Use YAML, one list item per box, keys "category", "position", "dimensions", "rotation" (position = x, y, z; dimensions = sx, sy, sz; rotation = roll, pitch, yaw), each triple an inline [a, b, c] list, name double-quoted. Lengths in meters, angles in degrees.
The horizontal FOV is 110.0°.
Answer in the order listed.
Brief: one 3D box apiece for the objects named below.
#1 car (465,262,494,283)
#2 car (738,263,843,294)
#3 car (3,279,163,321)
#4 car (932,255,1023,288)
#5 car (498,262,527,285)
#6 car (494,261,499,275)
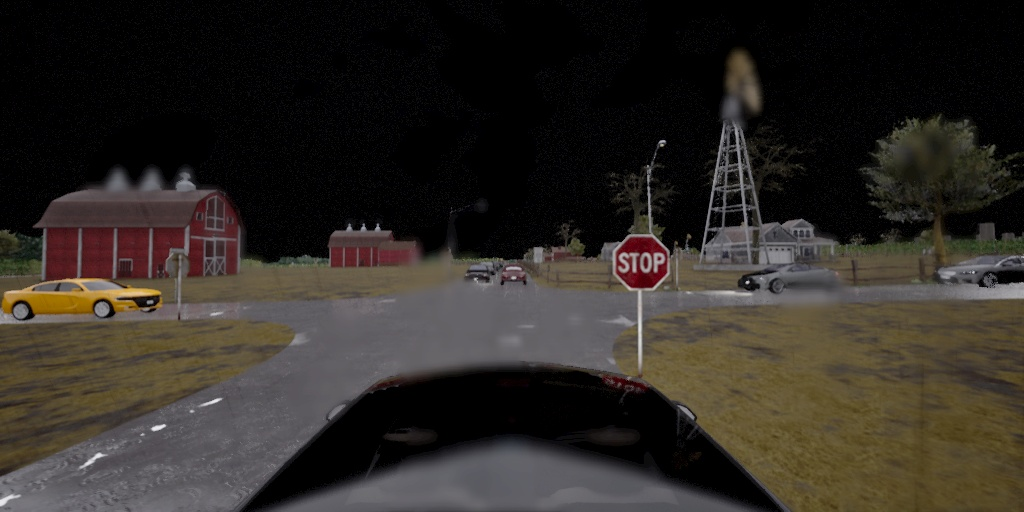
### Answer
- category: "car"
  position: [-2.780, 1.404, 29.933]
  dimensions: [2.033, 1.411, 5.357]
  rotation: [0, 0, -2]
- category: "car"
  position: [13.457, 1.060, 17.496]
  dimensions: [4.181, 1.385, 1.994]
  rotation: [-1, -1, -1]
- category: "car"
  position: [-17.122, 1.662, 14.478]
  dimensions: [5.008, 1.535, 1.882]
  rotation: [-1, -1, 0]
- category: "car"
  position: [23.620, 0.737, 17.527]
  dimensions: [4.902, 1.511, 2.128]
  rotation: [-1, -1, 0]
- category: "car"
  position: [0.126, 1.372, 27.456]
  dimensions: [1.812, 1.442, 4.674]
  rotation: [0, 0, 0]
- category: "car"
  position: [-2.801, 1.402, 40.191]
  dimensions: [1.837, 1.490, 4.892]
  rotation: [0, 0, 0]
